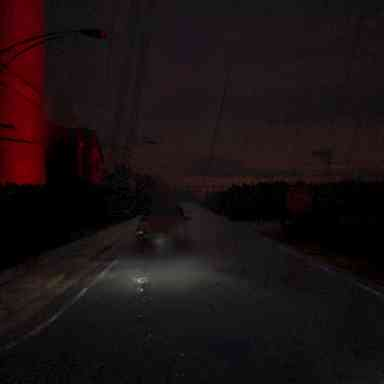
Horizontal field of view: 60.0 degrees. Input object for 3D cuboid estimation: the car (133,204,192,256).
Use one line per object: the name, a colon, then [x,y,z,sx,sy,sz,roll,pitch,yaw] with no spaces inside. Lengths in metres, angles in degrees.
car: [-1.228,1.601,15.396,2.150,2.045,5.566,-1,-1,-1]

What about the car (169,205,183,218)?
car: [-2.072,2.582,44.531,1.812,1.442,4.674,-1,-1,-1]

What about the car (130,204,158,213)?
car: [-9.095,3.062,63.271,5.008,1.535,1.882,-1,-1,2]
